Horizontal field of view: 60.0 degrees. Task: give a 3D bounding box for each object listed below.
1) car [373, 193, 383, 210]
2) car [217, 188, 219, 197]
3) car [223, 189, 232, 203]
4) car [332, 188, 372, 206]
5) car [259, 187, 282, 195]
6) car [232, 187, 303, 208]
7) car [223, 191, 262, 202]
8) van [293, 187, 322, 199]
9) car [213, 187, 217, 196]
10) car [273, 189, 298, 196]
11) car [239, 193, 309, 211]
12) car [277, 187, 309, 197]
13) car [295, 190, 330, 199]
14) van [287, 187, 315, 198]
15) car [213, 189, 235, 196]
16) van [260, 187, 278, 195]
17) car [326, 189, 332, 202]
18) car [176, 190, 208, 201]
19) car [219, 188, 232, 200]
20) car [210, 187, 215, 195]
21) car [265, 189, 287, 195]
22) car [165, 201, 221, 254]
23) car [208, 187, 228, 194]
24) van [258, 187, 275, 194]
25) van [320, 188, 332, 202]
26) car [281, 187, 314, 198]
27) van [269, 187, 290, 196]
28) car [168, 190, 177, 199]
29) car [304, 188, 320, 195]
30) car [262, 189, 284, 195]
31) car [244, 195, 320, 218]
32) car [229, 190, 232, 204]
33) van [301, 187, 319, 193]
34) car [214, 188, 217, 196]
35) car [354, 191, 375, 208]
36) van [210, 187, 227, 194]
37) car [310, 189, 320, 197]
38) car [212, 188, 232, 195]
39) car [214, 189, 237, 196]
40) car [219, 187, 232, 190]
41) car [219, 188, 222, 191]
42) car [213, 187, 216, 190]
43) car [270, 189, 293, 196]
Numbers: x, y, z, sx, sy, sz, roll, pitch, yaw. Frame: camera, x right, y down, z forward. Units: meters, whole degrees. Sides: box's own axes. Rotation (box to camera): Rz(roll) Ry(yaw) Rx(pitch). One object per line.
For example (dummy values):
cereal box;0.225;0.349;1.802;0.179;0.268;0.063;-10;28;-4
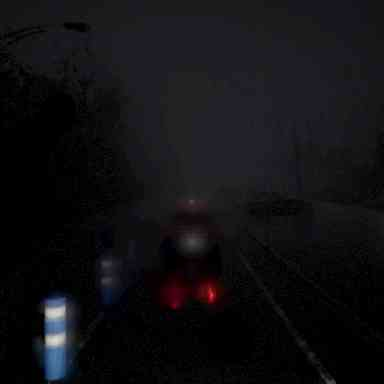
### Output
car;19.926;1.057;30.830;4.674;1.452;2.002;0;1;0
car;7.090;0.476;55.920;4.792;1.488;2.163;0;1;0
car;6.734;0.808;39.280;5.366;1.575;1.946;0;1;0
car;20.027;0.554;39.129;5.566;2.045;2.435;0;1;0
car;20.370;-0.323;86.330;5.566;2.045;2.435;0;1;0
car;6.877;0.772;30.946;5.566;2.045;2.435;0;1;0
car;7.176;0.604;47.600;5.366;1.575;1.946;0;1;0
van;20.279;0.169;58.507;4.442;1.987;1.878;0;1;0
car;7.102;0.337;64.248;4.792;1.488;2.163;0;1;0
car;20.275;0.162;72.361;5.008;1.535;2.097;0;1;0
car;6.831;1.093;28.177;5.008;1.535;2.097;0;1;0
car;20.205;0.004;66.817;5.566;2.045;2.435;0;1;0
car;20.145;0.441;55.743;5.008;1.535;2.097;0;1;0
van;20.070;0.123;61.279;4.442;1.987;1.878;0;1;0
car;7.219;0.122;75.350;4.892;1.521;2.231;0;1;0
van;20.539;-0.344;89.100;4.442;1.987;1.878;0;1;0
car;19.994;0.764;41.905;4.792;1.488;2.163;0;1;0
car;0.048;0.872;27.852;2.097;1.767;4.553;0;1;1
car;6.782;0.666;44.951;5.366;1.575;1.946;0;1;0
car;6.993;0.211;69.800;5.366;1.575;1.946;0;1;0
car;20.349;0.063;80.670;4.674;1.452;2.002;0;1;0
car;0.044;1.325;12.808;2.128;1.511;4.902;0;1;0
car;7.418;-0.456;94.775;5.566;2.045;2.435;0;1;0
van;20.561;-0.388;91.744;4.442;1.987;1.878;0;1;0
van;20.163;0.437;44.791;4.442;1.987;1.878;0;1;0
car;20.182;0.051;64.047;5.566;2.045;2.435;0;1;0
van;20.445;-0.158;78.021;4.442;1.987;1.878;0;1;0
car;-3.207;0.394;58.739;1.882;1.535;5.008;0;1;1
car;20.122;0.572;50.206;4.792;1.488;2.163;0;1;0
car;20.369;-0.023;83.440;5.008;1.535;2.097;0;1;0
car;6.773;1.194;25.403;4.792;1.488;2.163;0;1;0
car;6.902;0.882;36.503;4.892;1.521;2.231;0;1;0
van;20.007;0.265;52.954;4.442;1.987;1.878;0;1;0
car;7.079;0.383;61.472;4.792;1.488;2.163;0;1;0
car;19.766;0.943;33.600;5.366;1.575;1.946;0;1;0
van;7.250;-0.384;92.001;4.442;1.987;1.878;0;1;0
car;20.099;0.628;47.568;4.792;1.488;2.163;0;1;1
car;7.241;-0.098;80.900;4.553;1.767;2.185;0;1;0
car;7.208;0.169;72.574;4.892;1.521;2.231;0;1;0
car;7.068;0.370;53.144;4.553;1.767;2.185;0;1;0
car;7.008;0.549;50.368;4.892;1.521;2.231;0;1;0
car;7.126;0.290;67.024;4.792;1.488;2.163;0;1;0
car;20.308;0.154;75.256;4.674;1.452;2.002;0;1;0
